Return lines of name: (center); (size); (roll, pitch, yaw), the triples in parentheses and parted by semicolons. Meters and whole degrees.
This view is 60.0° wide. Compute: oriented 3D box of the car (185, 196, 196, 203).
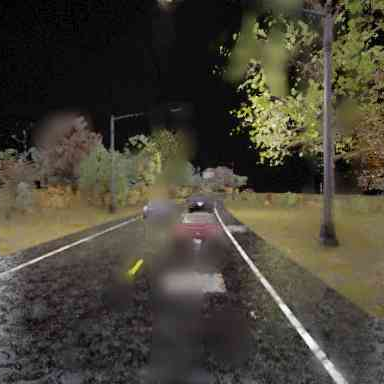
car: (-0.221, 1.606, 70.663); (1.895, 1.301, 4.718); (0, 0, 5)

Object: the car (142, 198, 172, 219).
car: (-2.982, 1.359, 29.238); (2.097, 1.767, 4.553); (0, 0, 2)

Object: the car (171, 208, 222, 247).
car: (0.271, 1.605, 14.993); (1.895, 1.301, 4.718); (0, 0, 1)

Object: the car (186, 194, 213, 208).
car: (0.847, 1.231, 32.545); (2.150, 2.045, 5.566); (0, 0, 2)
